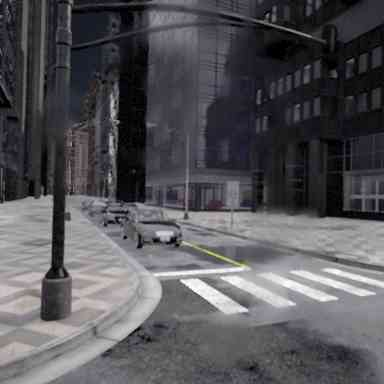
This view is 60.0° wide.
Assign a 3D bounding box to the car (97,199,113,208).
[{"bbox_3d":[-14.071,1.809,53.386,1.895,1.301,4.718,2,-1,-22],"label":"car"}]

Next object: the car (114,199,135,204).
[{"bbox_3d":[-6.870,1.757,35.598,1.994,1.385,4.181,2,-1,-21],"label":"car"}]

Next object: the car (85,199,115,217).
[{"bbox_3d":[-9.132,1.630,32.724,1.812,1.442,4.674,2,-1,-22],"label":"car"}]

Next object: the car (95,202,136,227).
[{"bbox_3d":[-5.392,1.639,23.469,1.994,1.385,4.181,2,-1,-22],"label":"car"}]

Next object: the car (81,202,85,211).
[{"bbox_3d":[-12.847,1.687,42.004,1.994,1.385,4.181,2,-1,-21],"label":"car"}]

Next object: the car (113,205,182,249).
[{"bbox_3d":[-1.950,1.536,14.959,2.128,1.511,4.902,2,-1,-22],"label":"car"}]
